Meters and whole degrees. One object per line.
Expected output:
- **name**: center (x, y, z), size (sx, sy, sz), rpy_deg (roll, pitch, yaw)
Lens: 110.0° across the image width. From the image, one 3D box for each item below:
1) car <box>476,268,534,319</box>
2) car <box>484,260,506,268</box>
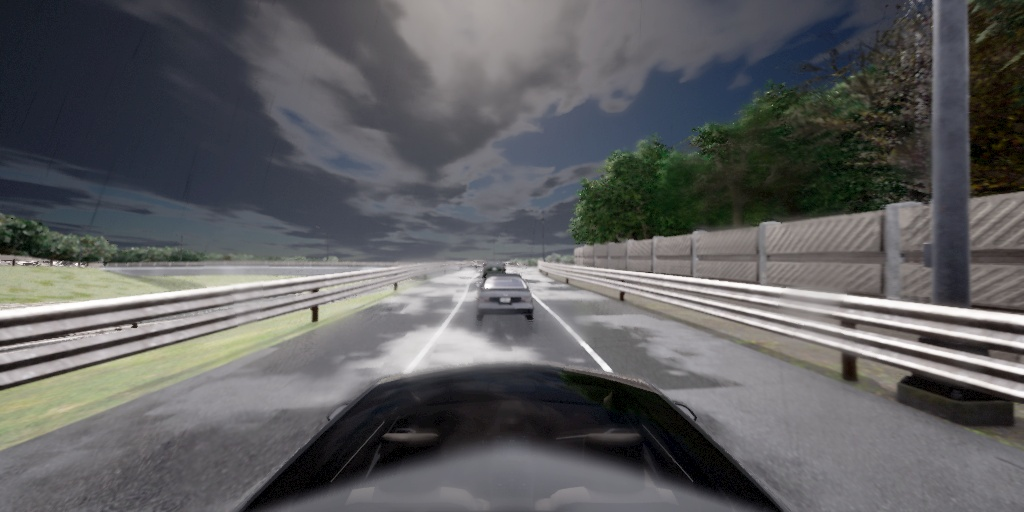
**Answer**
- **car**: center (-0.301, 1.317, 12.807), size (2.033, 1.411, 5.357), rpy_deg (0, 0, -3)
- **car**: center (-1.618, 1.144, 33.881), size (2.097, 1.767, 4.553), rpy_deg (0, 0, -2)
